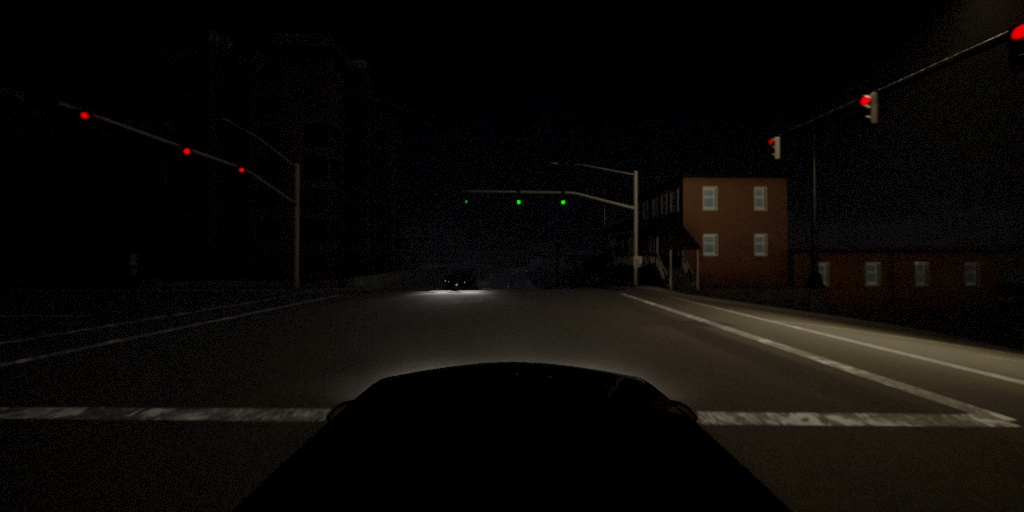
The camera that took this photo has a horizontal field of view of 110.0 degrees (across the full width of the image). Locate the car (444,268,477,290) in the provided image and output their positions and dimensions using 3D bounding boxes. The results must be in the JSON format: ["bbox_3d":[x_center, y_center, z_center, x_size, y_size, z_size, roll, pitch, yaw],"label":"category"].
[{"bbox_3d":[-3.478,1.624,24.869,1.837,1.490,4.892,0,-2,0],"label":"car"}]
